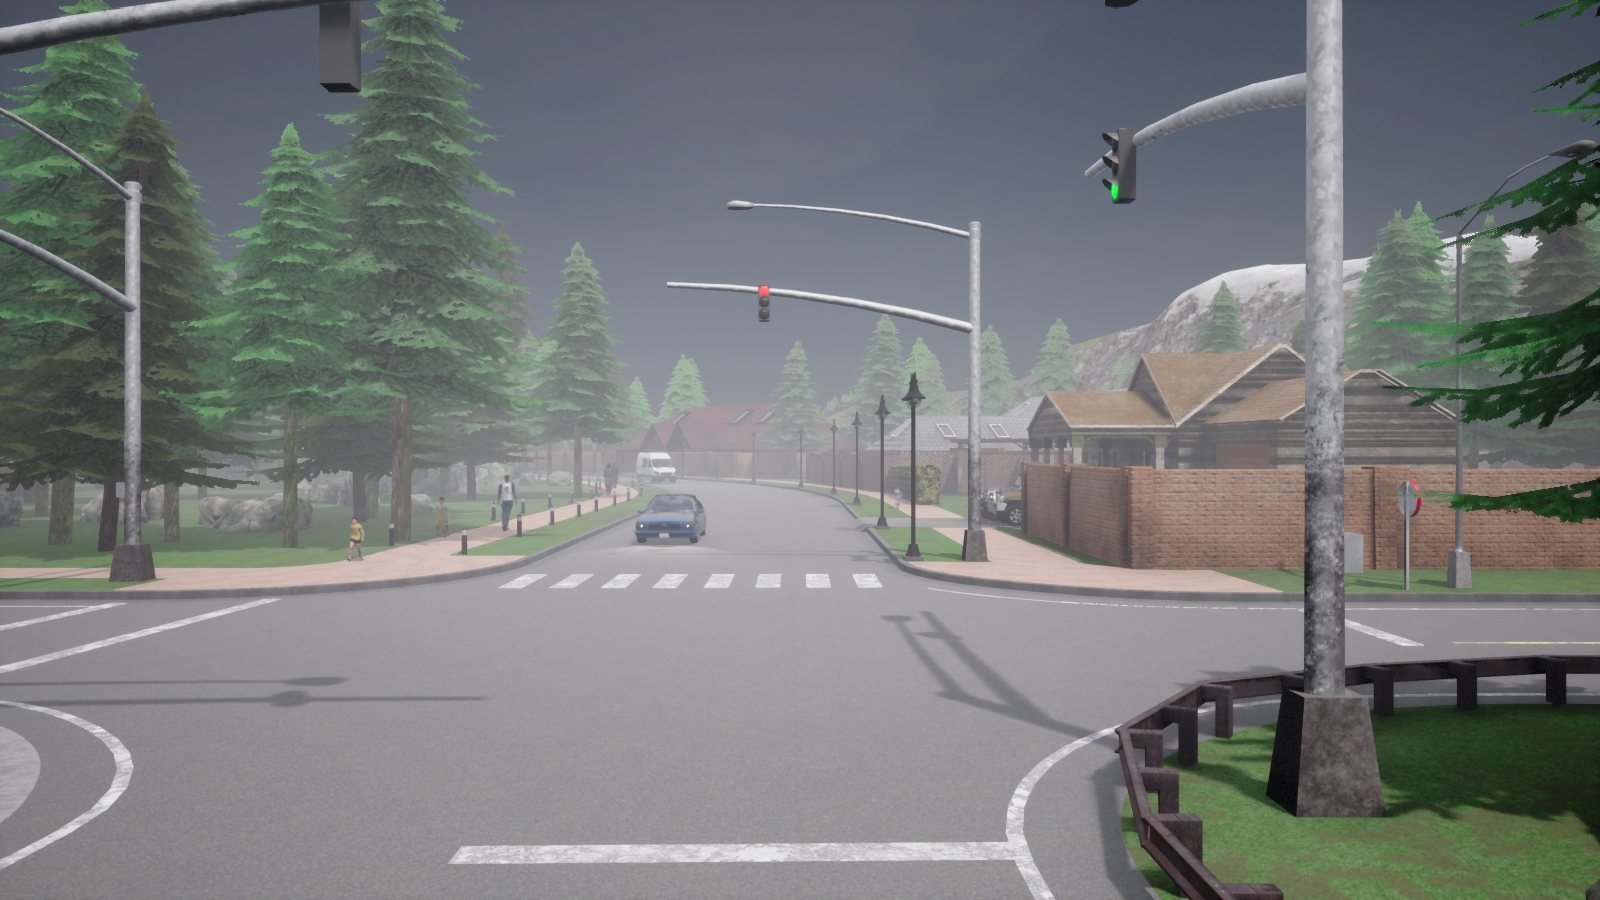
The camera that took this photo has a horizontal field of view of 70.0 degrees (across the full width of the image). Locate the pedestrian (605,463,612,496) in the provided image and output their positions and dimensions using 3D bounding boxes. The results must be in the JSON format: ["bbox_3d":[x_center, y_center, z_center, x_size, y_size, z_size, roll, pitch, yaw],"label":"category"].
[{"bbox_3d":[-10.827,1.664,64.470,0.375,1.860,0.375,0,0,-8],"label":"pedestrian"}]

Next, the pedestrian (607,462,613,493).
[{"bbox_3d":[-11.436,1.661,68.720,0.375,1.860,0.375,0,0,-8],"label":"pedestrian"}]

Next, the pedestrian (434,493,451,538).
[{"bbox_3d":[-10.616,1.943,33.918,0.375,1.300,0.375,0,0,1],"label":"pedestrian"}]

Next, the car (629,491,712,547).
[{"bbox_3d":[-3.930,2.071,35.589,2.033,1.411,5.357,0,0,0],"label":"car"}]

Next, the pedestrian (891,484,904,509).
[{"bbox_3d":[4.302,2.046,50.474,0.500,1.100,0.500,0,0,-1],"label":"pedestrian"}]

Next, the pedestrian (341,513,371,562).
[{"bbox_3d":[-10.391,2.044,26.749,0.500,1.100,0.500,0,0,2],"label":"pedestrian"}]

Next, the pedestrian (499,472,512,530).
[{"bbox_3d":[-9.555,1.664,37.099,0.375,1.860,0.375,0,0,-10],"label":"pedestrian"}]

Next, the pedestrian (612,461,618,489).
[{"bbox_3d":[-12.493,1.662,76.982,0.375,1.860,0.375,0,0,-12],"label":"pedestrian"}]
